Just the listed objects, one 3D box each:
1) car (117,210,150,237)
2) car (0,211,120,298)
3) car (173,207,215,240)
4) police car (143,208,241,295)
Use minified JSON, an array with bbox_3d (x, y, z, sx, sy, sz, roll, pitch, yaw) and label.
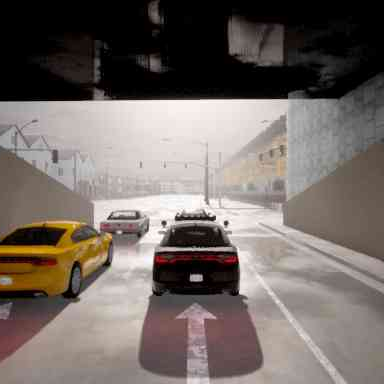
[{"bbox_3d":[-3.404,1.600,17.808,1.895,1.301,4.718,0,0,0],"label":"car"},{"bbox_3d":[-3.409,1.477,8.565,1.882,1.535,5.008,0,0,0],"label":"car"},{"bbox_3d":[0.094,1.563,17.852,1.994,1.385,4.181,0,0,0],"label":"car"},{"bbox_3d":[0.087,1.425,8.890,1.930,1.638,5.238,0,0,0],"label":"police car"}]
